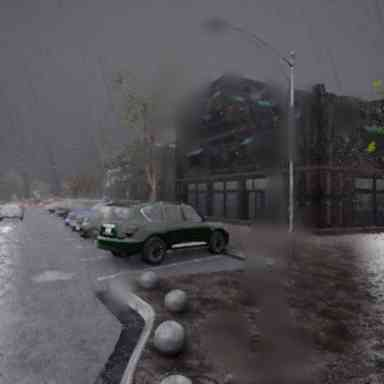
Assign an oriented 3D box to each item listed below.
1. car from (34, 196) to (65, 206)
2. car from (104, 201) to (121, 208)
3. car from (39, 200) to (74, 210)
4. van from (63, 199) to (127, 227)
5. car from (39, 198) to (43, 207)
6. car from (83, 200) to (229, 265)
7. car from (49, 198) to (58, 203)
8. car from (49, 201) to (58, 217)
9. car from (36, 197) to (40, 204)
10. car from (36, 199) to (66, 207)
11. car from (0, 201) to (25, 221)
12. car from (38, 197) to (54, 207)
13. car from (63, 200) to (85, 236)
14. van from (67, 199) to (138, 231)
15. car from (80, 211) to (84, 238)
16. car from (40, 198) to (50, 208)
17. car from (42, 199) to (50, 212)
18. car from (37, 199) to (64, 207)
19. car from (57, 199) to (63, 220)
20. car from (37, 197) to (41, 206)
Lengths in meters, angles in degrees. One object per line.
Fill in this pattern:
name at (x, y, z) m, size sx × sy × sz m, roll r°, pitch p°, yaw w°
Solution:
car at (-30.337, 1.987, 70.851) m, size 2.435 × 2.045 × 5.566 m, roll 0°, pitch -2°, yaw 43°
car at (-21.454, 3.449, 89.631) m, size 5.366 × 1.575 × 1.946 m, roll 2°, pitch -2°, yaw 43°
car at (-22.314, 2.119, 55.011) m, size 2.163 × 1.488 × 4.792 m, roll 0°, pitch -2°, yaw 43°
van at (-7.527, 1.592, 26.052) m, size 1.878 × 1.987 × 4.442 m, roll 0°, pitch -2°, yaw 43°
car at (-18.313, 2.014, 47.067) m, size 2.097 × 1.535 × 5.008 m, roll 0°, pitch -2°, yaw 43°
car at (-0.903, 1.435, 12.795) m, size 2.435 × 2.045 × 5.566 m, roll 0°, pitch -2°, yaw 43°
car at (-11.599, 1.765, 33.900) m, size 2.185 × 1.767 × 4.553 m, roll 1°, pitch -1°, yaw 43°
car at (-10.283, 1.865, 31.231) m, size 2.231 × 1.521 × 4.892 m, roll 0°, pitch -2°, yaw 43°
car at (-23.667, 2.114, 57.632) m, size 2.231 × 1.521 × 4.892 m, roll 1°, pitch -1°, yaw 43°
car at (-27.675, 2.189, 65.546) m, size 2.231 × 1.521 × 4.892 m, roll 1°, pitch -1°, yaw 43°
car at (-16.576, 1.817, 30.572) m, size 1.812 × 1.442 × 4.674 m, roll 1°, pitch -1°, yaw -27°
car at (-19.532, 2.042, 49.849) m, size 1.946 × 1.575 × 5.366 m, roll 0°, pitch -2°, yaw 43°
car at (-3.605, 1.484, 18.022) m, size 2.435 × 2.045 × 5.566 m, roll 1°, pitch -1°, yaw 43°
van at (-6.189, 1.566, 23.413) m, size 1.878 × 1.987 × 4.442 m, roll 0°, pitch -2°, yaw 43°
car at (-2.262, 1.739, 15.374) m, size 2.163 × 1.488 × 4.792 m, roll 1°, pitch -2°, yaw 43°
car at (-16.857, 1.992, 44.572) m, size 1.946 × 1.575 × 5.366 m, roll 0°, pitch -2°, yaw 43°
car at (-15.653, 1.993, 41.767) m, size 2.163 × 1.488 × 4.792 m, roll 1°, pitch -1°, yaw 43°
car at (-29.018, 2.252, 68.181) m, size 2.002 × 1.452 × 4.674 m, roll 0°, pitch -2°, yaw 43°
car at (-4.941, 1.510, 20.662) m, size 2.435 × 2.045 × 5.566 m, roll 1°, pitch -2°, yaw 43°
car at (-20.997, 2.063, 52.354) m, size 2.097 × 1.535 × 5.008 m, roll 1°, pitch -1°, yaw 43°
